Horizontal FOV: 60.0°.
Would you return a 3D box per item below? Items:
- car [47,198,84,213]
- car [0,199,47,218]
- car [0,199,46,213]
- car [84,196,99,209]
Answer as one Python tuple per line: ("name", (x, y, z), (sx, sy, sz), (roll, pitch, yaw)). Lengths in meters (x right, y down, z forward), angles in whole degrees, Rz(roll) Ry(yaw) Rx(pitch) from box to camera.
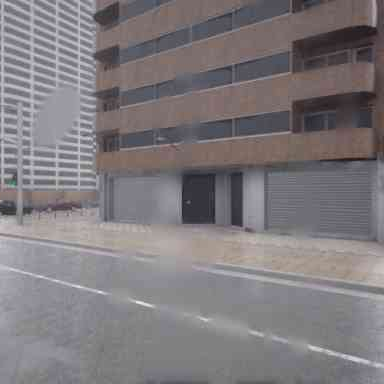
("car", (-15.148, 1.473, 37.560), (1.882, 1.535, 5.008), (0, 0, 35))
("car", (-16.129, 1.473, 29.811), (1.882, 1.535, 5.008), (0, 0, 36))
("car", (-19.519, 1.542, 37.400), (2.033, 1.411, 5.357), (0, 0, 35))
("car", (-13.825, 1.558, 45.600), (1.994, 1.385, 4.181), (0, 0, 35))
